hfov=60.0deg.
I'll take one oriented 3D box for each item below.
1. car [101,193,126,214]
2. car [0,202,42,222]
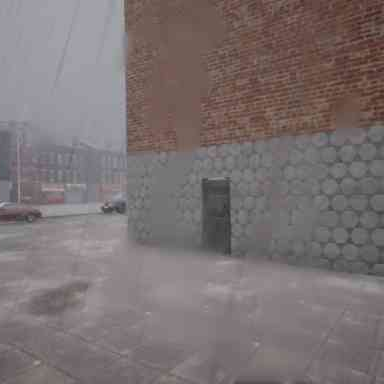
[{"bbox_3d":[-6.249,1.043,32.465,2.150,2.045,5.566,-2,0,35],"label":"car"},{"bbox_3d":[-12.869,1.470,23.070,1.812,1.442,4.674,-2,0,37],"label":"car"}]
